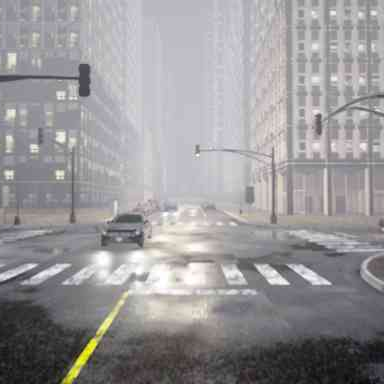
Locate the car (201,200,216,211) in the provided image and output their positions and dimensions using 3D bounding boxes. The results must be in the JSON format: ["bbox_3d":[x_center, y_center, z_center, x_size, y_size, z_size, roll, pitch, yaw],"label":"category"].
[{"bbox_3d":[2.689,2.154,49.146,1.802,1.307,4.206,1,-1,0],"label":"car"}]

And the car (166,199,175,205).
[{"bbox_3d":[-5.701,2.570,88.106,1.887,1.381,4.507,1,-1,0],"label":"car"}]

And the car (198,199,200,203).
[{"bbox_3d":[2.685,2.332,65.878,1.947,1.339,4.313,1,-1,0],"label":"car"}]

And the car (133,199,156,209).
[{"bbox_3d":[-5.684,1.881,37.934,1.967,1.590,4.097,1,-1,0],"label":"car"}]

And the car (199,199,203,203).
[{"bbox_3d":[2.688,2.229,60.472,1.752,1.417,4.829,1,-1,0],"label":"car"}]

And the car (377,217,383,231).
[{"bbox_3d":[13.623,1.642,19.850,4.553,1.767,2.097,0,-2,0],"label":"car"}]

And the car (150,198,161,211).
[{"bbox_3d":[-5.685,1.886,49.085,2.192,1.841,5.009,1,-1,0],"label":"car"}]

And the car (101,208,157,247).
[{"bbox_3d":[-3.003,1.720,16.069,1.812,1.442,4.674,0,-1,0],"label":"car"}]

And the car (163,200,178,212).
[{"bbox_3d":[-3.013,2.156,48.086,1.895,1.301,4.718,0,-1,0],"label":"car"}]

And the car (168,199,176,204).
[{"bbox_3d":[-5.702,2.641,93.681,2.008,1.369,4.403,1,-1,0],"label":"car"}]

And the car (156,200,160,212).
[{"bbox_3d":[-5.689,2.088,43.507,1.802,1.307,4.206,1,-1,0],"label":"car"}]

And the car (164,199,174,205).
[{"bbox_3d":[-5.699,2.511,82.531,2.008,1.369,4.403,1,-1,0],"label":"car"}]
